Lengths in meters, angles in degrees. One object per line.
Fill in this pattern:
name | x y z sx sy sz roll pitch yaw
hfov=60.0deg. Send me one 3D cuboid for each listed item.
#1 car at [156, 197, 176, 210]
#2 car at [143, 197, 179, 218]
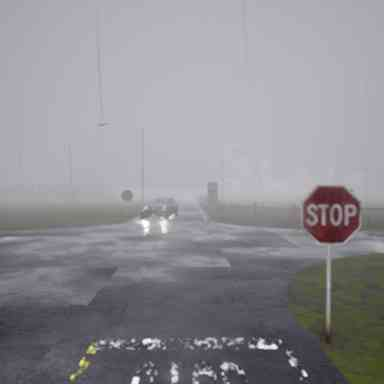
car | -3.154 1.401 41.590 2.128 1.511 4.902 0 0 -1
car | -2.602 1.282 28.942 2.097 1.767 4.553 0 0 12
